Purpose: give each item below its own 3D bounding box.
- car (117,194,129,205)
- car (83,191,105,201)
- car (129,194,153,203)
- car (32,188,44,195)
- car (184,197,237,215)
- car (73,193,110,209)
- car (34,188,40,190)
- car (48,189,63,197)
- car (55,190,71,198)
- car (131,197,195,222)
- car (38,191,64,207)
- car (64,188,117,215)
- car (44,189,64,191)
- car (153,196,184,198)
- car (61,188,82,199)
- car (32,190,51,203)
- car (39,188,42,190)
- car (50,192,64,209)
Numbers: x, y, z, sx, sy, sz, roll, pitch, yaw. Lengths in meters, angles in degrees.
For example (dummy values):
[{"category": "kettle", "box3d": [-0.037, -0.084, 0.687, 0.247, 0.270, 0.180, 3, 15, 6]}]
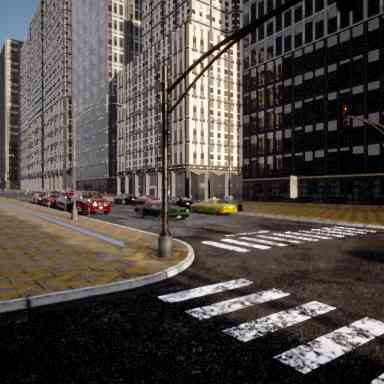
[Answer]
[{"category": "car", "box3d": [-8.248, 0.856, 41.236, 1.947, 1.339, 4.313, 1, 0, -36]}, {"category": "car", "box3d": [-14.874, 0.646, 50.314, 1.947, 1.339, 4.313, 1, 0, -36]}, {"category": "car", "box3d": [-4.934, 0.977, 36.697, 1.802, 1.307, 4.206, 1, 0, -36]}, {"category": "car", "box3d": [-38.065, -0.208, 82.086, 1.967, 1.590, 4.097, 1, 0, -36]}, {"category": "car", "box3d": [1.662, 1.127, 27.811, 1.752, 1.417, 4.829, 1, 0, -36]}, {"category": "car", "box3d": [-10.537, 0.876, 34.539, 2.128, 1.511, 4.902, 0, 1, -36]}, {"category": "car", "box3d": [-34.752, -0.104, 77.547, 1.967, 1.590, 4.097, 1, 0, -36]}, {"category": "car", "box3d": [-28.127, 0.214, 68.469, 2.008, 1.369, 4.403, 1, 0, -36]}, {"category": "car", "box3d": [-24.914, 0.289, 64.068, 1.752, 1.417, 4.829, 1, 0, -36]}, {"category": "car", "box3d": [-2.134, 1.251, 23.019, 1.895, 1.301, 4.718, 0, 1, -36]}, {"category": "car", "box3d": [-15.009, 0.861, 36.287, 1.887, 1.381, 4.507, 1, 0, -36]}, {"category": "car", "box3d": [-8.378, 0.841, 27.209, 2.192, 1.841, 5.009, 1, 0, -36]}, {"category": "car", "box3d": [-18.684, 0.649, 45.801, 1.812, 1.442, 4.674, 0, 1, -36]}, {"category": "car", "box3d": [-1.620, 1.066, 32.158, 1.947, 1.339, 4.313, 1, 0, -36]}, {"category": "car", "box3d": [-21.495, 0.186, 59.390, 2.192, 1.841, 5.009, 1, 0, -36]}, {"category": "car", "box3d": [-18.323, 0.793, 40.826, 1.802, 1.307, 4.206, 1, 0, -36]}, {"category": "car", "box3d": [-31.441, 0.104, 73.009, 1.887, 1.381, 4.507, 1, 0, -36]}, {"category": "car", "box3d": [-11.697, 0.987, 31.749, 1.947, 1.339, 4.313, 1, 0, -36]}]
